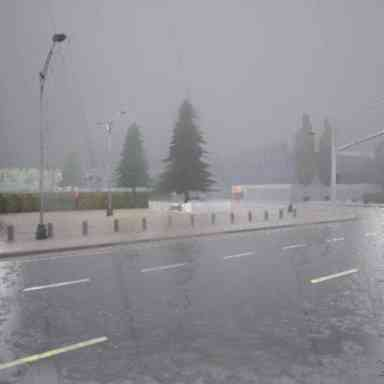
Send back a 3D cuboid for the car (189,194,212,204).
[{"bbox_3d":[1.392,1.095,56.486,2.097,1.767,4.553,-1,0,-35],"label":"car"}]
